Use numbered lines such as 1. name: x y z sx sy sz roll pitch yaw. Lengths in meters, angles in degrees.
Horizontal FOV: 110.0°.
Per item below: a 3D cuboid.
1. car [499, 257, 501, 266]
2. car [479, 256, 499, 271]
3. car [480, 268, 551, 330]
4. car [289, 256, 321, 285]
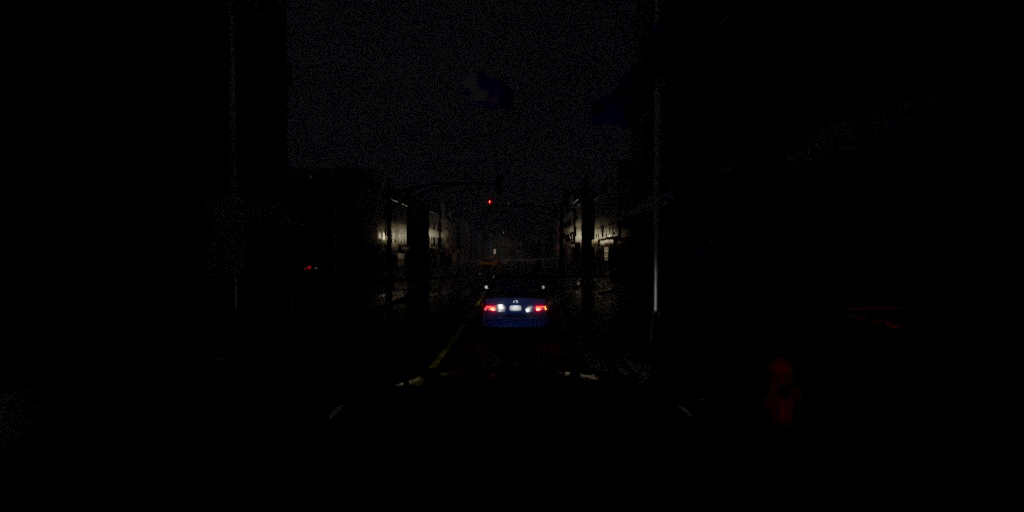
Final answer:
1. car: -2.838 0.775 59.778 1.882 1.535 5.008 0 1 0
2. car: -2.860 0.945 42.652 1.882 1.535 5.008 0 1 0
3. car: 0.086 1.261 10.941 2.033 1.411 5.357 0 0 0
4. car: -17.059 0.995 26.281 5.566 2.045 2.150 0 1 -2
